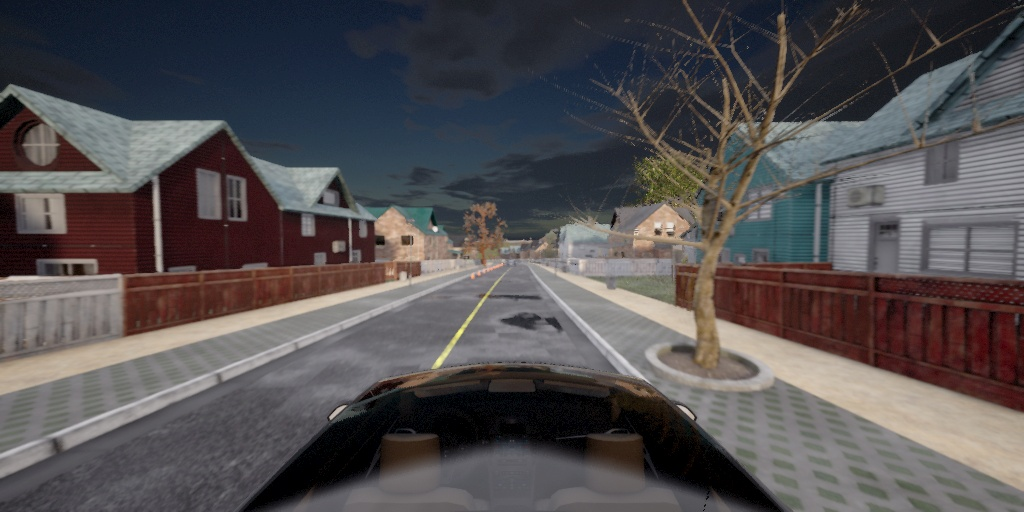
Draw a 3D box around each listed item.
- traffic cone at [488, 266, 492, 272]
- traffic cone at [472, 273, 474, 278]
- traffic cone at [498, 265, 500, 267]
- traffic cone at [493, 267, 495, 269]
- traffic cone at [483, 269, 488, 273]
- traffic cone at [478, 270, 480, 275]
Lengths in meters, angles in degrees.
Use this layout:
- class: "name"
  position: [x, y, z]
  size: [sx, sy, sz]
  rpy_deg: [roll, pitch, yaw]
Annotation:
- class: "traffic cone"
  position: [-3.154, 1.756, 47.405]
  size: [0.340, 0.580, 0.340]
  rpy_deg: [0, 0, 2]
- class: "traffic cone"
  position: [-3.533, 1.723, 32.370]
  size: [0.340, 0.580, 0.340]
  rpy_deg: [0, 0, 1]
- class: "traffic cone"
  position: [-2.721, 1.817, 62.420]
  size: [0.340, 0.580, 0.340]
  rpy_deg: [0, 0, 2]
- class: "traffic cone"
  position: [-3.009, 1.772, 52.409]
  size: [0.340, 0.580, 0.340]
  rpy_deg: [0, 0, 2]
- class: "traffic cone"
  position: [-3.296, 1.742, 42.396]
  size: [0.340, 0.580, 0.340]
  rpy_deg: [0, 0, 2]
- class: "traffic cone"
  position: [-3.422, 1.731, 37.382]
  size: [0.340, 0.580, 0.340]
  rpy_deg: [0, 0, 1]
